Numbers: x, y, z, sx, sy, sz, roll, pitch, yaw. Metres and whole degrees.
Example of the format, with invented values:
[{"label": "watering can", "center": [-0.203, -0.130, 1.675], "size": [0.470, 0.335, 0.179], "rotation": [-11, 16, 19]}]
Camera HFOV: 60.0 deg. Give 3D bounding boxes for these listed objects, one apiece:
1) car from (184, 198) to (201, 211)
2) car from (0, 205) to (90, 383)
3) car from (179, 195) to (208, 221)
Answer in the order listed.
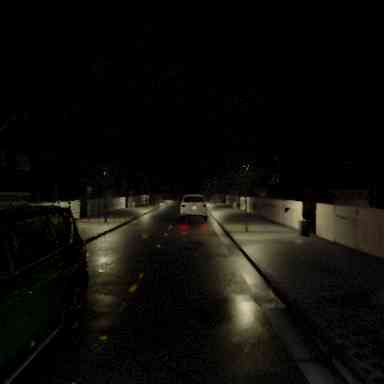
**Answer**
[{"label": "car", "center": [0.081, 1.574, 43.537], "size": [2.033, 1.411, 5.357], "rotation": [0, 0, 0]}, {"label": "car", "center": [-2.843, 1.222, 3.602], "size": [2.150, 2.045, 5.566], "rotation": [0, 0, 0]}, {"label": "car", "center": [0.103, 1.232, 27.771], "size": [2.150, 2.045, 5.566], "rotation": [0, 0, -1]}]
